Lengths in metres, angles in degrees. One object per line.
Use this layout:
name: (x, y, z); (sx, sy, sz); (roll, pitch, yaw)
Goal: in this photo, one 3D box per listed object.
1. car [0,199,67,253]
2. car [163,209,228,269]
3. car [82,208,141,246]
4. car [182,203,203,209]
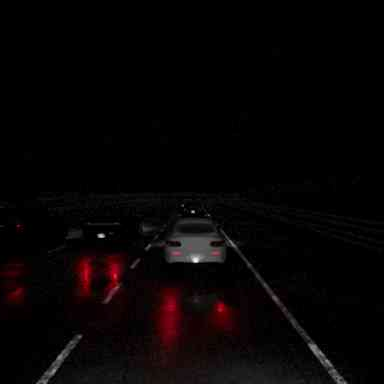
car: (-6.909, 1.331, 13.774); (2.097, 1.767, 4.553); (0, 0, 0)
car: (0.092, 1.503, 10.872); (1.812, 1.442, 4.674); (0, 0, 0)
car: (-3.509, 1.474, 15.280); (2.128, 1.511, 4.902); (0, 0, 0)
car: (0.082, 1.615, 29.484); (1.994, 1.385, 4.181); (0, 0, 0)
